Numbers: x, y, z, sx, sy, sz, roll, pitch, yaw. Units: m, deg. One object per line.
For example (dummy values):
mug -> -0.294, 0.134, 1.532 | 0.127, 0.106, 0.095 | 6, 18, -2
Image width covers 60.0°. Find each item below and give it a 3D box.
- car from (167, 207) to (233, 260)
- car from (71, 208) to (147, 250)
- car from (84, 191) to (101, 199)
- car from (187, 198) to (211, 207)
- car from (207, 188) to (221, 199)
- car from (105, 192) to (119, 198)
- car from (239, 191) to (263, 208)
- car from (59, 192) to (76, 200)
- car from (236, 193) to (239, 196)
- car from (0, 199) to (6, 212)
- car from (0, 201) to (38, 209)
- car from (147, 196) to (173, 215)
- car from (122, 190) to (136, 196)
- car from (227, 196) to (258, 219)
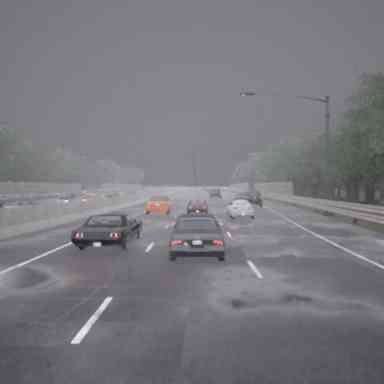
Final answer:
car -> 0.180, 1.495, 12.133 | 2.033, 1.411, 5.357 | 0, 0, 1
car -> -3.297, 1.537, 13.897 | 1.895, 1.301, 4.718 | 0, 0, 1
car -> -19.763, 0.511, 66.123 | 2.097, 1.767, 4.553 | 0, 1, 1
car -> 0.527, 1.378, 30.928 | 1.895, 1.301, 4.718 | 0, 1, 1
car -> 4.823, 0.289, 69.456 | 2.150, 2.045, 5.566 | 0, 1, 1
car -> -16.222, 0.668, 67.812 | 1.994, 1.385, 4.181 | 0, 1, 1
car -> 7.555, 0.839, 42.020 | 2.150, 2.045, 5.566 | 0, 1, 3
car -> -23.349, 0.738, 62.618 | 1.837, 1.490, 4.892 | 0, 2, 2
car -> 7.916, 0.789, 51.978 | 2.097, 1.767, 4.553 | 0, 1, 1
car -> -20.544, 1.371, 32.554 | 1.895, 1.301, 4.718 | 0, 1, 1
car -> -13.769, 1.396, 26.807 | 1.994, 1.385, 4.181 | 0, 1, 1
car -> -2.963, 1.126, 31.313 | 2.097, 1.767, 4.553 | 0, 1, 1
car -> -12.722, 0.469, 67.756 | 2.097, 1.767, 4.553 | 0, 1, 1
car -> 3.832, 1.350, 26.737 | 1.812, 1.442, 4.674 | 0, 1, 1
